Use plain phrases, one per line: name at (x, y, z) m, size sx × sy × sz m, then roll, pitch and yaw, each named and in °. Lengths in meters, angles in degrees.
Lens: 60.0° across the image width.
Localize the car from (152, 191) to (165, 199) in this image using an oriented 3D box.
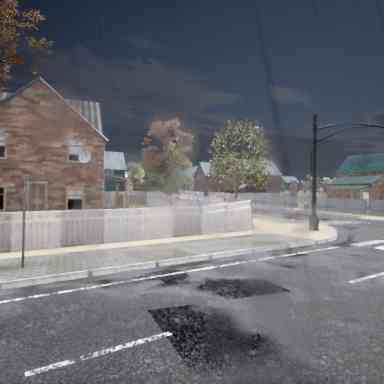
car at (-6.224, 0.637, 61.693) m, size 1.812 × 1.442 × 4.674 m, roll 1°, pitch 1°, yaw -20°
